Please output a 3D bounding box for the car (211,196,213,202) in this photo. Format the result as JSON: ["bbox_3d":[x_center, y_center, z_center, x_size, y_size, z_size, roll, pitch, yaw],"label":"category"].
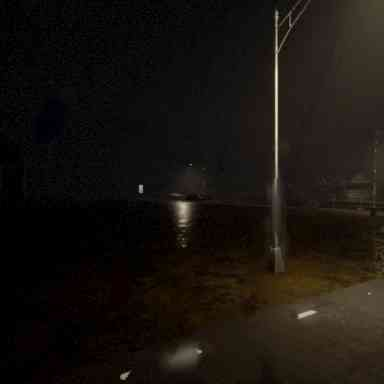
[{"bbox_3d":[2.043,1.098,62.709,1.837,1.490,4.892,2,-1,-35],"label":"car"}]

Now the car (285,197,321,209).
[{"bbox_3d":[13.418,1.289,40.434,1.994,1.385,4.181,2,0,-35],"label":"car"}]

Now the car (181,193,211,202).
[{"bbox_3d":[0.617,0.989,58.558,1.882,1.535,5.008,2,-1,-35],"label":"car"}]

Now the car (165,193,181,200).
[{"bbox_3d":[-3.999,0.954,71.235,1.895,1.301,4.718,2,-1,-35],"label":"car"}]
